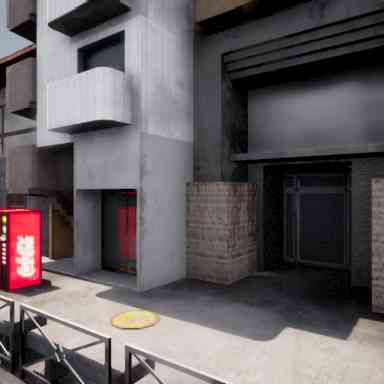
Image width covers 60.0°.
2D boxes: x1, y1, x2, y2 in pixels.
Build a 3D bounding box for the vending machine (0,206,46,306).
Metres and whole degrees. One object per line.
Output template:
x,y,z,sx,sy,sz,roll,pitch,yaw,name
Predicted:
-4.215,1.415,7.859,0.880,2.100,1.100,0,0,36,vending machine
